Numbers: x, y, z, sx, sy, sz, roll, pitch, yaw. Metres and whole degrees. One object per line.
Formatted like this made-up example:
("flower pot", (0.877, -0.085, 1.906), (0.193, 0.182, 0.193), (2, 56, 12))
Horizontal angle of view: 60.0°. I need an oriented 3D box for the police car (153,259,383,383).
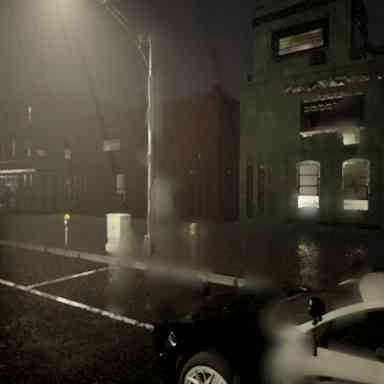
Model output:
("police car", (1.903, 1.426, 2.977), (5.238, 1.638, 1.930), (0, 0, 35))
